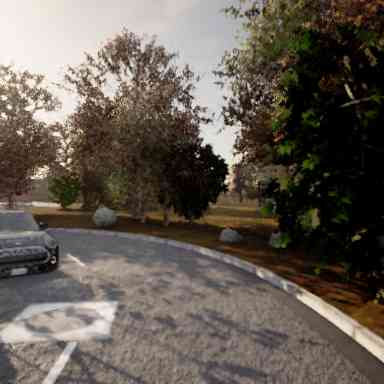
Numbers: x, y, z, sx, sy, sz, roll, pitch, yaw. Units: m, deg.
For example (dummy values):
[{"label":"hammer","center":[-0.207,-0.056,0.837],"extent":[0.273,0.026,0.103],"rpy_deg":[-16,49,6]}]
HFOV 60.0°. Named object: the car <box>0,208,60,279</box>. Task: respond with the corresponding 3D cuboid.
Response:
[{"label":"car","center":[-5.448,1.296,9.661],"extent":[2.097,1.767,4.553],"rpy_deg":[0,0,-38]}]
